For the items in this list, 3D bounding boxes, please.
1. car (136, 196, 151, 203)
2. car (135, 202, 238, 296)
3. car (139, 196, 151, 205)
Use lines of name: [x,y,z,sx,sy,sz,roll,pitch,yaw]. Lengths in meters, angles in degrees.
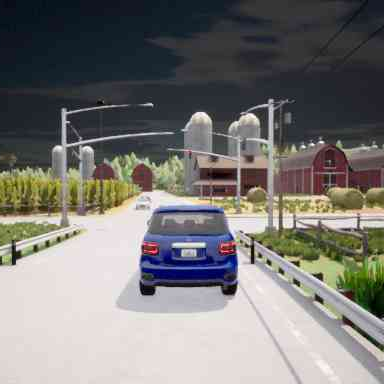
car: [-6.407,1.531,43.820,1.812,1.442,4.674,0,1,-7]
car: [-0.110,1.370,9.166,2.150,2.045,5.566,0,-2,-1]
car: [-8.067,1.366,56.902,1.994,1.385,4.181,0,1,-9]
